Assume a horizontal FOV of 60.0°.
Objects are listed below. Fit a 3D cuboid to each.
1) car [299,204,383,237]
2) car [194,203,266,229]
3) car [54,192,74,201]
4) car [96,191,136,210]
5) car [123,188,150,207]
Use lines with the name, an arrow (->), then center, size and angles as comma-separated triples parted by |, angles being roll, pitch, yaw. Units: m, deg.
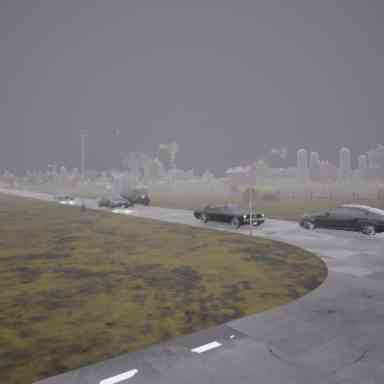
car -> 7.925, 1.369, 17.148 | 4.674, 1.442, 1.812 | 1, 4, 42
car -> 2.197, 1.383, 20.207 | 1.895, 1.301, 4.718 | -1, 2, -36
car -> -19.187, 0.646, 49.678 | 1.994, 1.385, 4.181 | -1, 2, -36
car -> -8.232, 0.997, 34.500 | 2.033, 1.411, 5.357 | -1, 2, -36
car -> -6.753, 0.602, 37.293 | 2.150, 2.045, 5.566 | -1, 2, -36
